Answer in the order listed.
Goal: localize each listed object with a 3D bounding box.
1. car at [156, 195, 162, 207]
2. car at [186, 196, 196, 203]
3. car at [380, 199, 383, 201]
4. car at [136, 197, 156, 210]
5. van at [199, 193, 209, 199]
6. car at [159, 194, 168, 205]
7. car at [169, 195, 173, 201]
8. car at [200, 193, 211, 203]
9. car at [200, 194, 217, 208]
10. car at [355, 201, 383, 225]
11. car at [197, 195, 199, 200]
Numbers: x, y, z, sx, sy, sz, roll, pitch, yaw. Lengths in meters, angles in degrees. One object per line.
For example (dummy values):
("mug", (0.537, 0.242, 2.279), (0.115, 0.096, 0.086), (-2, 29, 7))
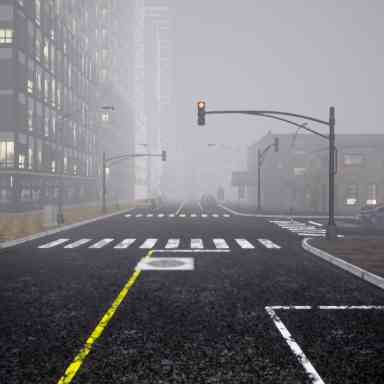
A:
("car", (-5.823, 1.554, 47.530), (1.947, 1.339, 4.313), (-1, 0, 0))
("car", (-0.228, 1.509, 69.674), (2.128, 1.511, 4.902), (0, 0, 0))
("car", (16.438, 1.415, 27.260), (5.009, 1.841, 2.192), (1, 0, 1))
("car", (-5.975, 1.515, 41.716), (1.752, 1.417, 4.829), (-1, 0, 0))
("van", (2.501, 1.329, 53.147), (1.690, 1.788, 3.998), (-1, 0, 0))
("car", (-5.861, 1.552, 58.819), (1.947, 1.339, 4.313), (-1, 0, 0))
("car", (-5.954, 1.508, 86.869), (1.752, 1.417, 4.829), (-1, 0, 0))
("car", (2.865, 1.212, 73.442), (2.150, 2.045, 5.566), (0, 0, 0))
("car", (2.522, 1.429, 47.503), (1.967, 1.590, 4.097), (-1, 0, 0))
("car", (14.610, 1.649, 24.680), (4.674, 1.442, 1.812), (1, 1, 0))
("car", (2.482, 1.302, 58.791), (2.192, 1.841, 5.009), (-1, 0, 0))
